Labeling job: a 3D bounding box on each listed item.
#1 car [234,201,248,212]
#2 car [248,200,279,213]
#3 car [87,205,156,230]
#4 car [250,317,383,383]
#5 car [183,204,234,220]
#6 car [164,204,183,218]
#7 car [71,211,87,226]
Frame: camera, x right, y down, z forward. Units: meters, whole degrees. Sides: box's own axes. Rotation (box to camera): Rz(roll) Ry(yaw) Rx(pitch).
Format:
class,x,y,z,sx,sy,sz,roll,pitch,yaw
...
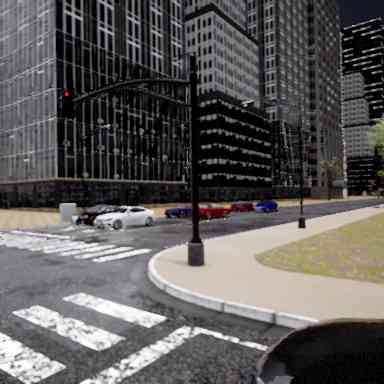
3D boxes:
class,x,y,z,sx,sy,sz,roll,pitch,yaw
car,6.347,1.835,42.315,1.994,1.385,4.181,-2,-1,36
car,9.010,1.724,40.439,1.812,1.442,4.674,-2,-1,37
car,-4.428,1.703,22.650,1.812,1.442,4.674,-2,-1,37
car,2.681,1.482,1.774,4.902,1.511,2.128,0,0,35
car,1.604,1.788,30.642,1.895,1.301,4.718,-2,-1,37
car,-0.652,1.861,33.050,1.895,1.301,4.718,-2,-1,37
car,-6.699,1.742,25.034,2.128,1.511,4.902,-2,-1,37
